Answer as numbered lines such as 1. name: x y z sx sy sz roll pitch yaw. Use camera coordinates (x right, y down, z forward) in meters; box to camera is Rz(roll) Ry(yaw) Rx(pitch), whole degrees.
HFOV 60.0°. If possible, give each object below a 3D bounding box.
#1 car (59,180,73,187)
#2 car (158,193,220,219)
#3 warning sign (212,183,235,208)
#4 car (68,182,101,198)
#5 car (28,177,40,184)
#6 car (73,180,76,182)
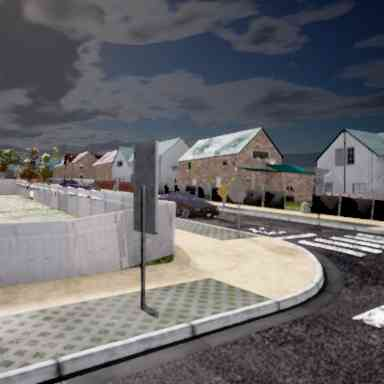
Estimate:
1. car: -19.366 -1.161 52.264 2.097 1.767 4.553 0 2 -35
2. car: -0.567 0.761 20.547 2.033 1.411 5.357 0 2 -35
3. warning sign: 2.408 0.249 25.577 1.300 1.860 1.060 -3 2 -35
4. car: -11.594 -0.097 36.262 1.895 1.301 4.718 0 2 -35
5. car: -39.070 -2.888 81.913 2.097 1.767 4.553 -3 3 -35
6. car: -13.813 -0.511 44.446 2.033 1.411 5.357 0 2 -35
